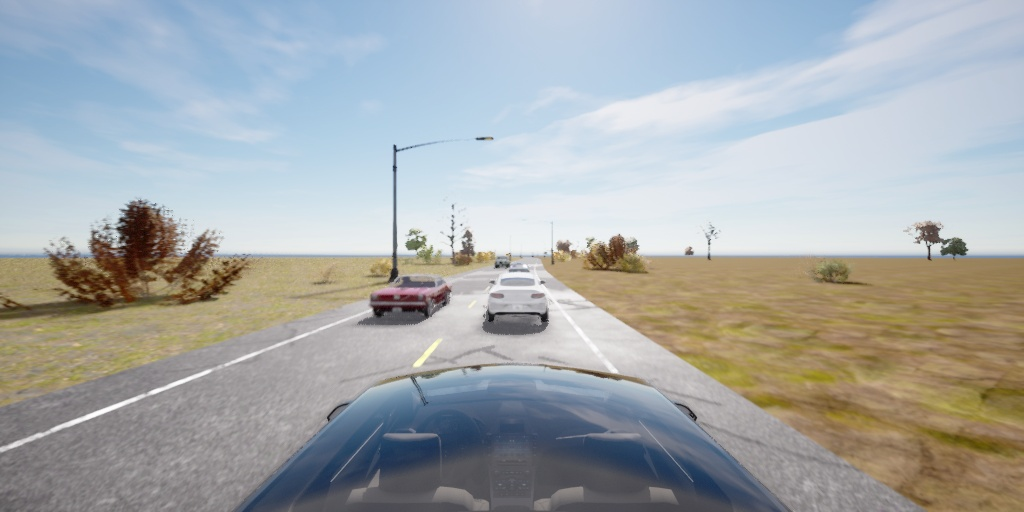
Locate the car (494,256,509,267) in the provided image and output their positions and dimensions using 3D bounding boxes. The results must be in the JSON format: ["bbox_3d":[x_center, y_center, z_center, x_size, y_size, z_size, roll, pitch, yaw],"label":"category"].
[{"bbox_3d":[-1.569,1.010,58.387,2.150,2.045,5.566,0,0,4],"label":"car"}]

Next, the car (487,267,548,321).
[{"bbox_3d":[0.193,1.269,12.343,1.812,1.442,4.674,0,0,1],"label":"car"}]

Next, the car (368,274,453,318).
[{"bbox_3d":[-3.499,1.342,13.190,1.895,1.301,4.718,0,0,1],"label":"car"}]

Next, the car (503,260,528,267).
[{"bbox_3d":[0.625,1.279,30.508,2.033,1.411,5.357,0,0,2],"label":"car"}]
